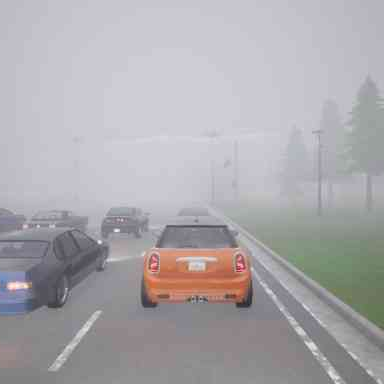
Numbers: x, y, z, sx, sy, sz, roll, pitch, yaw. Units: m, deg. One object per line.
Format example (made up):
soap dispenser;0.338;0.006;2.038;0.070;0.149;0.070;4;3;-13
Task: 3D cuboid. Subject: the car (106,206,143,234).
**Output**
car;-3.422;1.505;17.569;1.837;1.490;4.892;0;0;0

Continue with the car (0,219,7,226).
car;-6.919;1.601;8.213;1.895;1.301;4.718;0;0;0

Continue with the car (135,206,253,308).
car;0.091;1.352;8.100;2.097;1.767;4.553;0;0;0

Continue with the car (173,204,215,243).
car;0.080;1.478;17.126;1.882;1.535;5.008;0;0;0

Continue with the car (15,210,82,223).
car;-6.920;1.601;17.317;1.895;1.301;4.718;0;0;0

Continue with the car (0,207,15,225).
car;-10.421;1.478;17.113;1.882;1.535;5.008;0;0;0

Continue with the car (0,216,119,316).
car;-3.408;1.547;7.824;2.033;1.411;5.357;0;0;0
